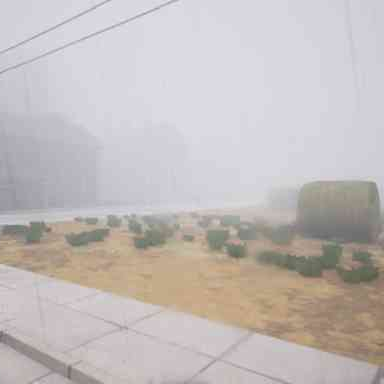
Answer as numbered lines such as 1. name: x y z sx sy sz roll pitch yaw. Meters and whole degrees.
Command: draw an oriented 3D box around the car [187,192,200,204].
1. car: 0.345 0.952 57.930 1.905 1.878 3.866 6 1 -8
